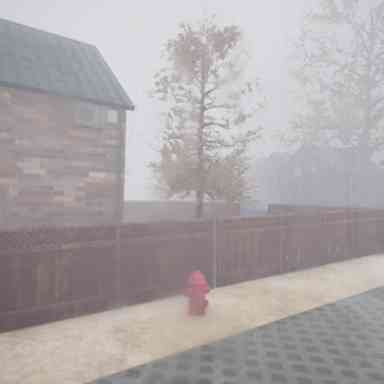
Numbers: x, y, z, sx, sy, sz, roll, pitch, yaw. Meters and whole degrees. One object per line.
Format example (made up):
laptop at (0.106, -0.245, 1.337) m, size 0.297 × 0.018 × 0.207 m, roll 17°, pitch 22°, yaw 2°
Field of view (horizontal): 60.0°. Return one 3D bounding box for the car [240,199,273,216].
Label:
car at (5.096, 1.529, 25.714) m, size 2.150 × 2.045 × 5.566 m, roll 2°, pitch -2°, yaw -35°
